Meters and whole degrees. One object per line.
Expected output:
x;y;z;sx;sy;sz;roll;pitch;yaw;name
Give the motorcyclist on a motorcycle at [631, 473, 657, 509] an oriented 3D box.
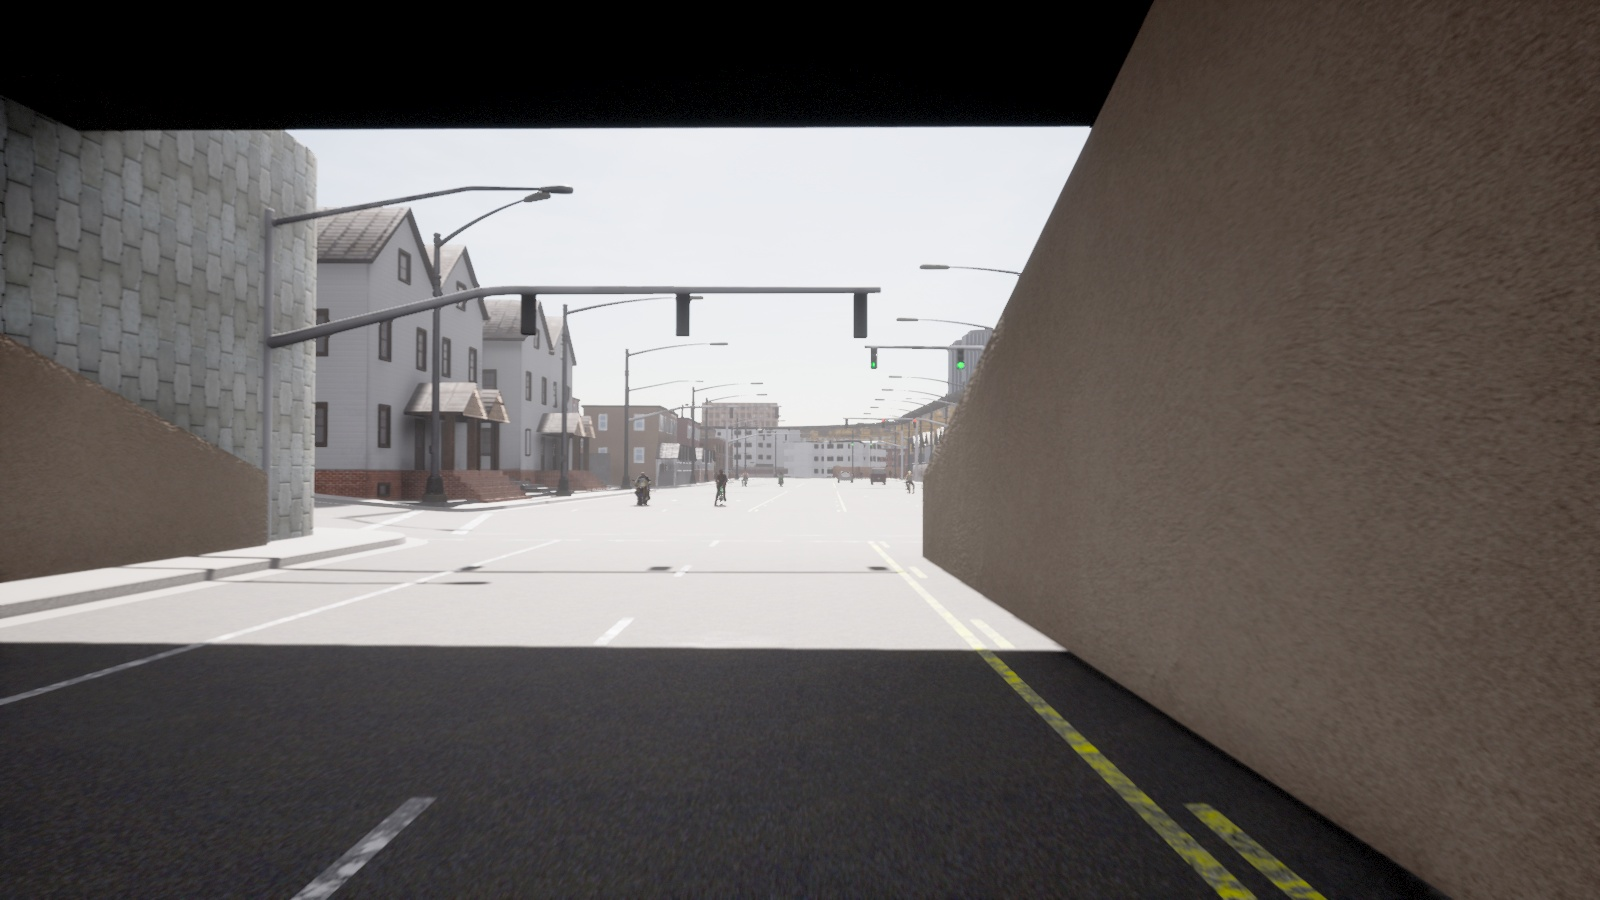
-6.950;1.814;55.932;0.866;1.530;2.191;0;-1;0;motorcyclist on a motorcycle
